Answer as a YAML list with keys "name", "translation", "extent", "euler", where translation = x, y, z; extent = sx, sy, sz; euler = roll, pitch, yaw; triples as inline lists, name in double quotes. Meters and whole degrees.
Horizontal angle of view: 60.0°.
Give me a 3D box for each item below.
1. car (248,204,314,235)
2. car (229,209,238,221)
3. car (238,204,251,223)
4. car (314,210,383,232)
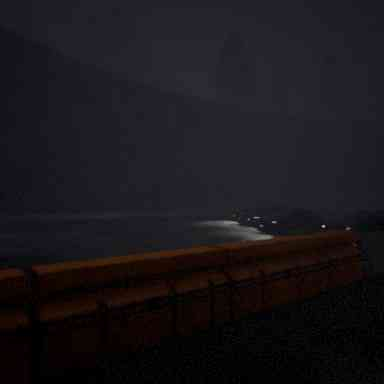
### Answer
- name: "car"
  translation: [5.942, 1.642, 19.796]
  extent: [4.674, 1.442, 1.812]
  euler: [1, 0, -29]
- name: "car"
  translation: [5.115, 1.700, 27.293]
  extent: [4.181, 1.385, 1.994]
  euler: [1, 0, -28]
- name: "car"
  translation: [5.988, 1.636, 23.808]
  extent: [4.892, 1.490, 1.837]
  euler: [1, 0, -28]
- name: "car"
  translation: [9.337, 1.683, 17.717]
  extent: [5.357, 1.411, 2.033]
  euler: [1, 0, -28]
